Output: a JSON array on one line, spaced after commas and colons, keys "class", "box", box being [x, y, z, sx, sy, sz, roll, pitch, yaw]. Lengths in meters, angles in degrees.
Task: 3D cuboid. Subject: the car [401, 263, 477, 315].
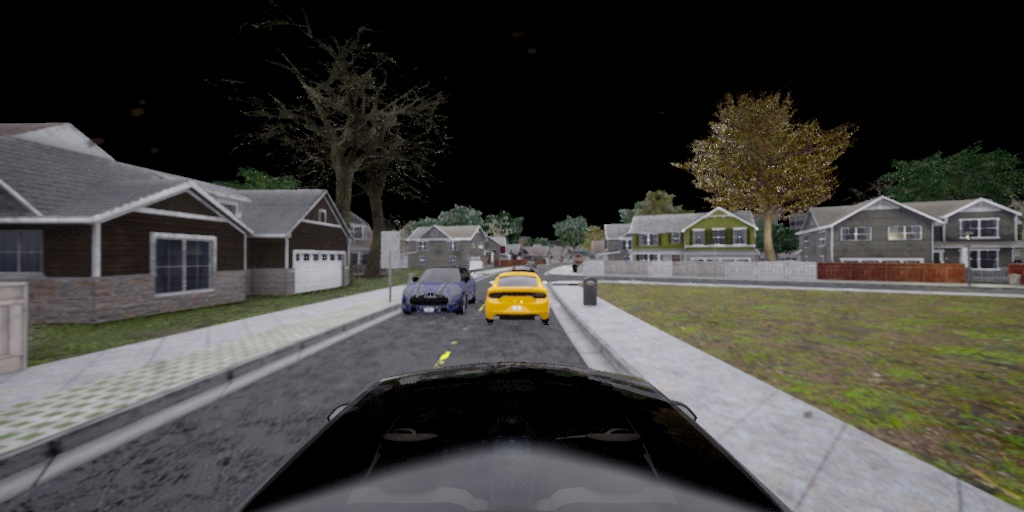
[{"class": "car", "box": [-2.625, 1.161, 13.852, 2.097, 1.767, 4.553, 0, 0, 2]}]

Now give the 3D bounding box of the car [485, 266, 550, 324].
[{"class": "car", "box": [0.221, 1.279, 12.279, 1.882, 1.535, 5.008, 0, 0, 2]}]

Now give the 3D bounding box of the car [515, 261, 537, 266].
[{"class": "car", "box": [0.828, 1.361, 25.584, 2.128, 1.511, 4.902, 0, 0, 4]}]
